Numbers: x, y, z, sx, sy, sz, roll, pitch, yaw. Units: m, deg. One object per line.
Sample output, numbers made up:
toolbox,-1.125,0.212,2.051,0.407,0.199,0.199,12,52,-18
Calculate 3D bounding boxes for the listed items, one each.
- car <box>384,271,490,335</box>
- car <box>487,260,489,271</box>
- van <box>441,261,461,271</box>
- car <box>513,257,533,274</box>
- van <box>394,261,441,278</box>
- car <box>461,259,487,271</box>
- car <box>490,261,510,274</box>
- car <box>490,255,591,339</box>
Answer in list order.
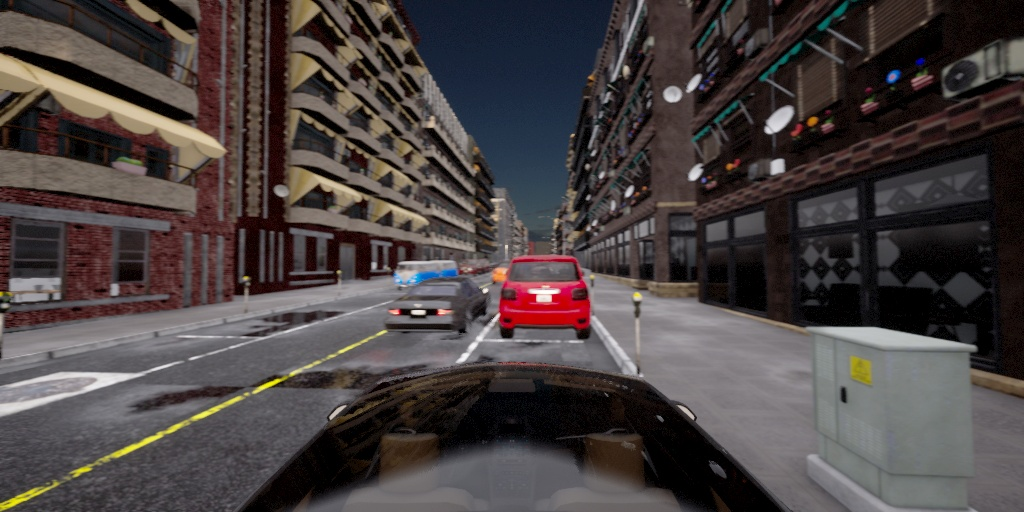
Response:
car,-1.906,1.353,10.760,2.033,1.411,5.357,-1,0,6
car,-4.010,1.322,45.127,2.192,1.841,5.009,0,0,6
van,-5.609,1.268,28.615,1.690,1.789,3.998,0,0,6
car,1.518,1.189,47.177,2.150,2.045,5.566,-1,0,6
van,-6.142,1.244,23.109,1.690,1.789,3.998,0,0,6
car,-4.543,1.294,39.623,2.192,1.841,5.009,0,0,6
car,-1.410,1.464,45.757,1.882,1.535,5.008,-1,-1,6
car,0.942,1.005,10.300,2.150,2.045,5.566,-1,0,6
